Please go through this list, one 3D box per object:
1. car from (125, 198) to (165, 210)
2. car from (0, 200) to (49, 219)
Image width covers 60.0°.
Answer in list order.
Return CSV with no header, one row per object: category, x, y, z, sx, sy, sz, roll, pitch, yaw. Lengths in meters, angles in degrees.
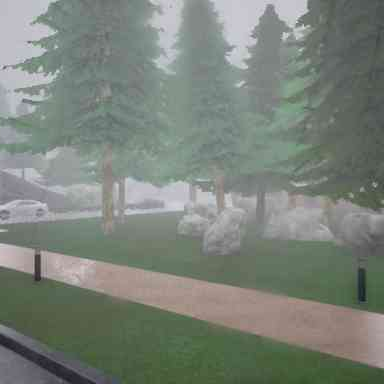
car,-5.477,1.383,39.406,2.033,1.411,5.357,0,0,36
car,-14.179,1.361,27.340,1.812,1.442,4.674,0,0,35
